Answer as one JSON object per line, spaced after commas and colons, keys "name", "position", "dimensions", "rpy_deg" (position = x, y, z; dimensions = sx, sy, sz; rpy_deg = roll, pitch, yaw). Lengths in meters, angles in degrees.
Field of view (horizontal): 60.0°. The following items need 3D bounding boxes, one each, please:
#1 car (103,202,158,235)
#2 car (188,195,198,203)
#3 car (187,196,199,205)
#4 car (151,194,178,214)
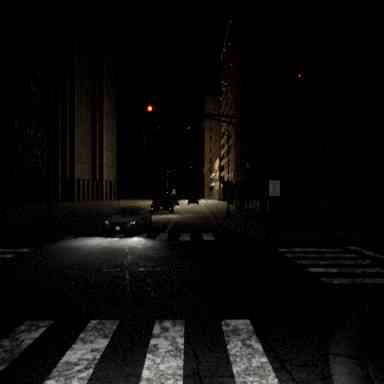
{"name": "car", "position": [-3.458, 1.522, 18.787], "dimensions": [1.812, 1.442, 4.674], "rpy_deg": [0, 0, 5]}
{"name": "car", "position": [0.208, 1.459, 67.846], "dimensions": [1.882, 1.535, 5.008], "rpy_deg": [0, 0, 0]}
{"name": "car", "position": [0.196, 1.511, 57.937], "dimensions": [1.812, 1.442, 4.674], "rpy_deg": [0, 0, 0]}
{"name": "car", "position": [-3.045, 1.213, 35.662], "dimensions": [2.150, 2.045, 5.566], "rpy_deg": [0, 0, 0]}
